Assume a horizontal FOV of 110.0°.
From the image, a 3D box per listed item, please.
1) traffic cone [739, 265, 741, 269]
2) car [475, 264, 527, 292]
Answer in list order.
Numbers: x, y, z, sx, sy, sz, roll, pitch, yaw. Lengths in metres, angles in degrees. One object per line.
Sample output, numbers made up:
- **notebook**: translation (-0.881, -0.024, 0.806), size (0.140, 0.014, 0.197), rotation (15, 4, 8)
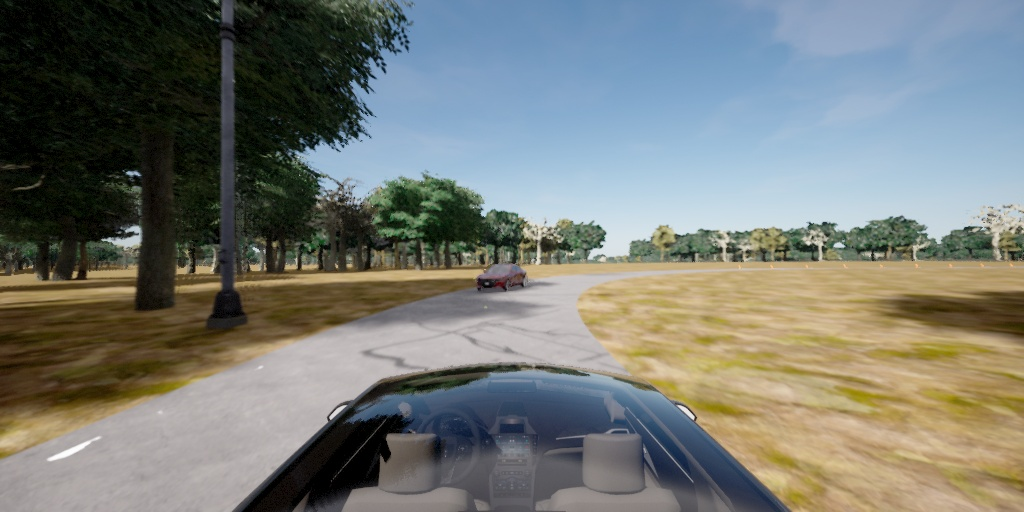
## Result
- **traffic cone**: translation (33.888, 1.631, 53.356), size (0.340, 0.580, 0.340), rotation (0, 0, -10)
- **car**: translation (-0.547, 1.240, 21.889), size (1.882, 1.535, 5.008), rotation (-1, 0, 19)
